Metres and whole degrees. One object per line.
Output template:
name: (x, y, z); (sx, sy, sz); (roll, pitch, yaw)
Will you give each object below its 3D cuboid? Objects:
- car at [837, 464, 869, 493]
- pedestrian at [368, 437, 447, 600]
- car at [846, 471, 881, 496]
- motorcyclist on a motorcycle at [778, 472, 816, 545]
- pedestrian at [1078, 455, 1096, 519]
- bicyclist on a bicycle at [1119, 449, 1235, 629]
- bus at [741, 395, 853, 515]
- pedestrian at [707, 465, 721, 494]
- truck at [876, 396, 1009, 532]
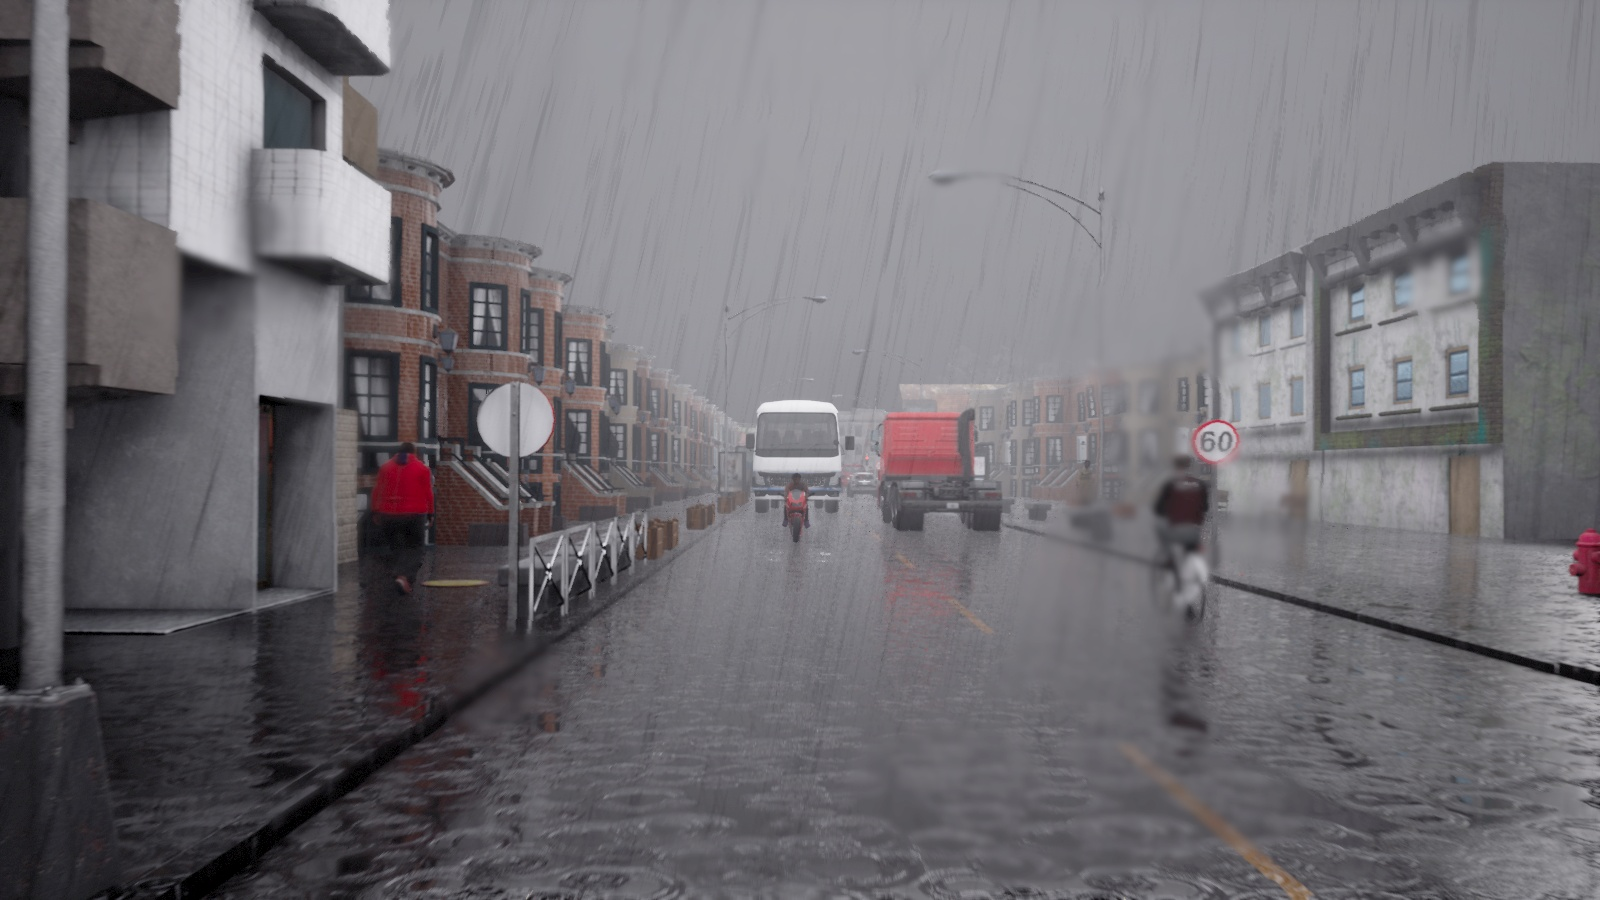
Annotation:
car: (3.860, 2.060, 92.128); (2.150, 2.045, 5.566); (0, -1, 0)
pedestrian: (-4.585, 0.785, 14.722); (0.634, 1.844, 0.899); (0, -1, 1)
car: (3.874, 2.055, 77.082); (1.970, 1.475, 3.806); (0, -1, 0)
motorcyclist on a motorcycle: (-0.071, 1.260, 27.672); (0.797, 1.523, 2.044); (0, -1, 0)
pedestrian: (8.802, 1.135, 38.580); (0.396, 1.930, 0.692); (0, -1, 1)
bicyclist on a bicycle: (3.965, 0.893, 13.349); (0.659, 1.776, 1.843); (0, -1, 0)
bus: (-0.109, 0.270, 49.654); (3.944, 4.253, 10.273); (0, -1, 0)
pedestrian: (-5.564, 1.908, 81.317); (0.874, 1.855, 0.900); (0, -1, -7)
truck: (3.905, 0.424, 36.267); (2.891, 3.462, 7.936); (0, -1, 0)
